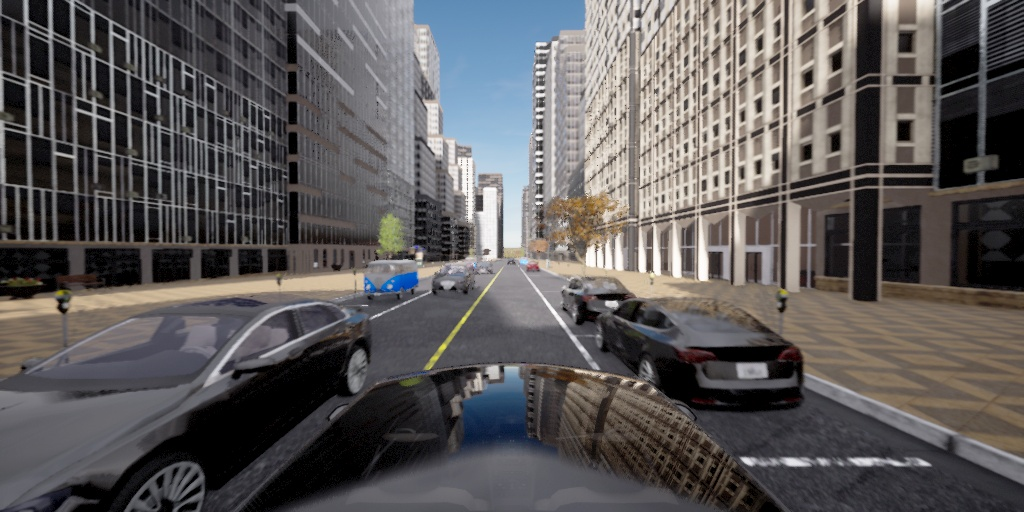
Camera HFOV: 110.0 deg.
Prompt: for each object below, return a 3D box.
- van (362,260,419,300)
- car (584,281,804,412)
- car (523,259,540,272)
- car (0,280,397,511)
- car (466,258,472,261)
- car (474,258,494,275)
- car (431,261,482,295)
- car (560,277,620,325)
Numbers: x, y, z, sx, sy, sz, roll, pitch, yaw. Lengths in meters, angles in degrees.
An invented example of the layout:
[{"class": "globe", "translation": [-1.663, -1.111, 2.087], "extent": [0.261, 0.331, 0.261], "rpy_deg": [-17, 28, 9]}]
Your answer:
[{"class": "van", "translation": [-5.708, 1.091, 17.315], "extent": [1.690, 1.789, 3.998], "rpy_deg": [0, 0, 0]}, {"class": "car", "translation": [2.688, 1.311, 6.076], "extent": [1.948, 1.339, 4.313], "rpy_deg": [0, 0, 0]}, {"class": "car", "translation": [2.636, 1.334, 45.451], "extent": [1.802, 1.307, 4.207], "rpy_deg": [0, 0, 0]}, {"class": "car", "translation": [-3.099, 1.240, 3.747], "extent": [2.128, 1.511, 4.902], "rpy_deg": [0, 0, 0]}, {"class": "car", "translation": [-5.738, 1.281, 39.645], "extent": [1.751, 1.417, 4.829], "rpy_deg": [0, 0, 0]}, {"class": "car", "translation": [-3.048, 1.283, 39.631], "extent": [1.812, 1.442, 4.674], "rpy_deg": [0, 0, 0]}, {"class": "car", "translation": [-3.090, 1.240, 19.702], "extent": [2.128, 1.511, 4.902], "rpy_deg": [0, 0, 0]}, {"class": "car", "translation": [2.680, 1.310, 11.701], "extent": [1.948, 1.339, 4.313], "rpy_deg": [0, 0, 0]}]
